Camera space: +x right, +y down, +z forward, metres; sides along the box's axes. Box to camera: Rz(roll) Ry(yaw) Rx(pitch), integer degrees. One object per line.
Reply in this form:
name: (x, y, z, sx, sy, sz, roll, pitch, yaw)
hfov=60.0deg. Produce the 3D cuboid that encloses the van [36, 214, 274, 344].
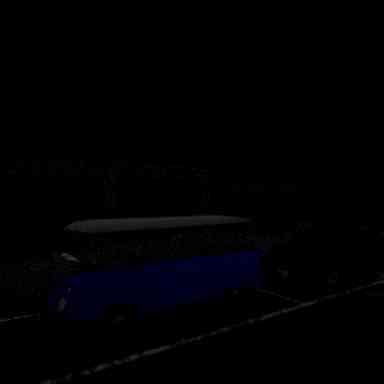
van: (-0.545, 1.347, 6.124, 3.998, 1.788, 1.690, 0, 0, -35)

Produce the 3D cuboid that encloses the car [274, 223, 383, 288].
car: (3.971, 1.585, 9.264, 4.313, 1.339, 1.947, 0, 0, -35)
